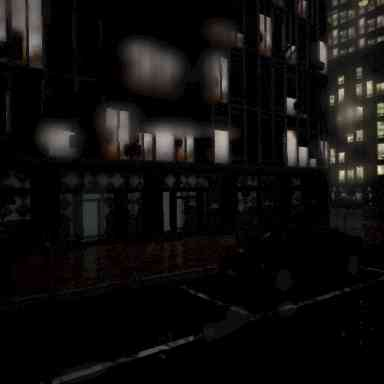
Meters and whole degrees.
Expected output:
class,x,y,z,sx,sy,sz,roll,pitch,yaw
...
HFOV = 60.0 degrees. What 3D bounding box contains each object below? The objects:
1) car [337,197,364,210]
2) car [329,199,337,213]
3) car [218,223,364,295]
class,x,y,z,sx,sy,sz,roll,pitch,yaw
car,17.278,1.274,38.501,1.752,1.417,4.829,-1,1,-35
car,11.296,1.450,32.538,2.008,1.369,4.403,-1,1,-35
car,2.683,1.541,8.647,4.507,1.381,1.887,0,-1,-35
